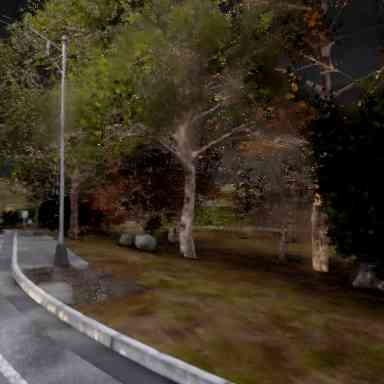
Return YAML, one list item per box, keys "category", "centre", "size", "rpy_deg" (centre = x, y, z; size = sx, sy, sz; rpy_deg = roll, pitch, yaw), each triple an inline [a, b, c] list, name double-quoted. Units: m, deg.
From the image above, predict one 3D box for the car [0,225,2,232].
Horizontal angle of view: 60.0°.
- category: "car"
  centre: [-29.766, 5.347, 50.137]
  size: [1.812, 1.442, 4.674]
  rpy_deg: [1, -6, -27]
